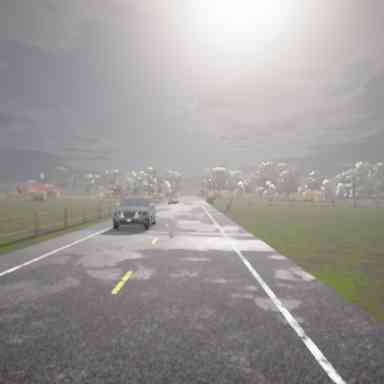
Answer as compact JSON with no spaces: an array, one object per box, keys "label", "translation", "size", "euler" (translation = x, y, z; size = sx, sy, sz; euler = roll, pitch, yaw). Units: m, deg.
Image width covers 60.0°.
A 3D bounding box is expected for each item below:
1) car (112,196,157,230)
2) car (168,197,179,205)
[{"label":"car","translation":[-3.597,1.270,21.741],"size":[2.150,2.045,5.566],"euler":[0,0,0]},{"label":"car","translation":[-3.518,1.710,63.584],"size":[1.994,1.385,4.181],"euler":[0,0,1]}]
